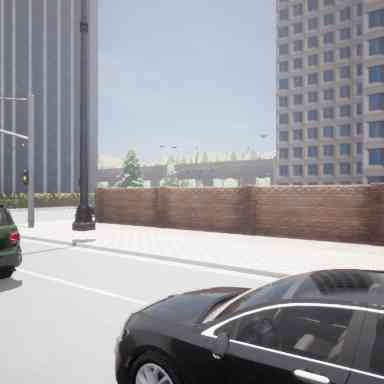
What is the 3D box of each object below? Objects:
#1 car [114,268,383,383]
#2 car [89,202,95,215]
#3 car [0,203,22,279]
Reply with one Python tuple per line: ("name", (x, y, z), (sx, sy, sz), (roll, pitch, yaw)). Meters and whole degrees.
("car", (1.377, 1.505, 3.009), (4.892, 1.490, 1.837), (0, 0, 35))
("car", (-8.390, 1.601, 31.595), (1.895, 1.301, 4.718), (0, 0, 35))
("car", (-6.706, 1.221, 8.745), (5.566, 2.045, 2.150), (0, 0, 35))
